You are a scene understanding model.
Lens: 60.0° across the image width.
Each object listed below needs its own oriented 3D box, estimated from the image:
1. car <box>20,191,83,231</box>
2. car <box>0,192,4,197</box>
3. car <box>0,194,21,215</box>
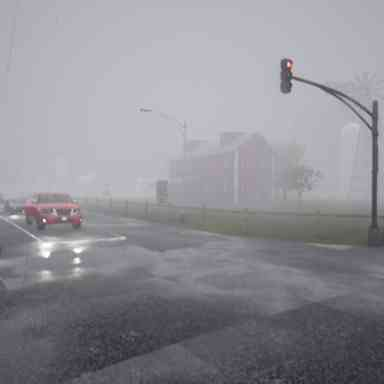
[{"bbox_3d":[-8.163,1.000,19.362,2.150,2.045,5.566,1,0,-35],"label":"car"},{"bbox_3d":[-25.972,0.812,44.458,2.097,1.767,4.553,1,0,-35],"label":"car"},{"bbox_3d":[-15.189,1.199,29.211,2.033,1.411,5.357,1,0,-35],"label":"car"}]
